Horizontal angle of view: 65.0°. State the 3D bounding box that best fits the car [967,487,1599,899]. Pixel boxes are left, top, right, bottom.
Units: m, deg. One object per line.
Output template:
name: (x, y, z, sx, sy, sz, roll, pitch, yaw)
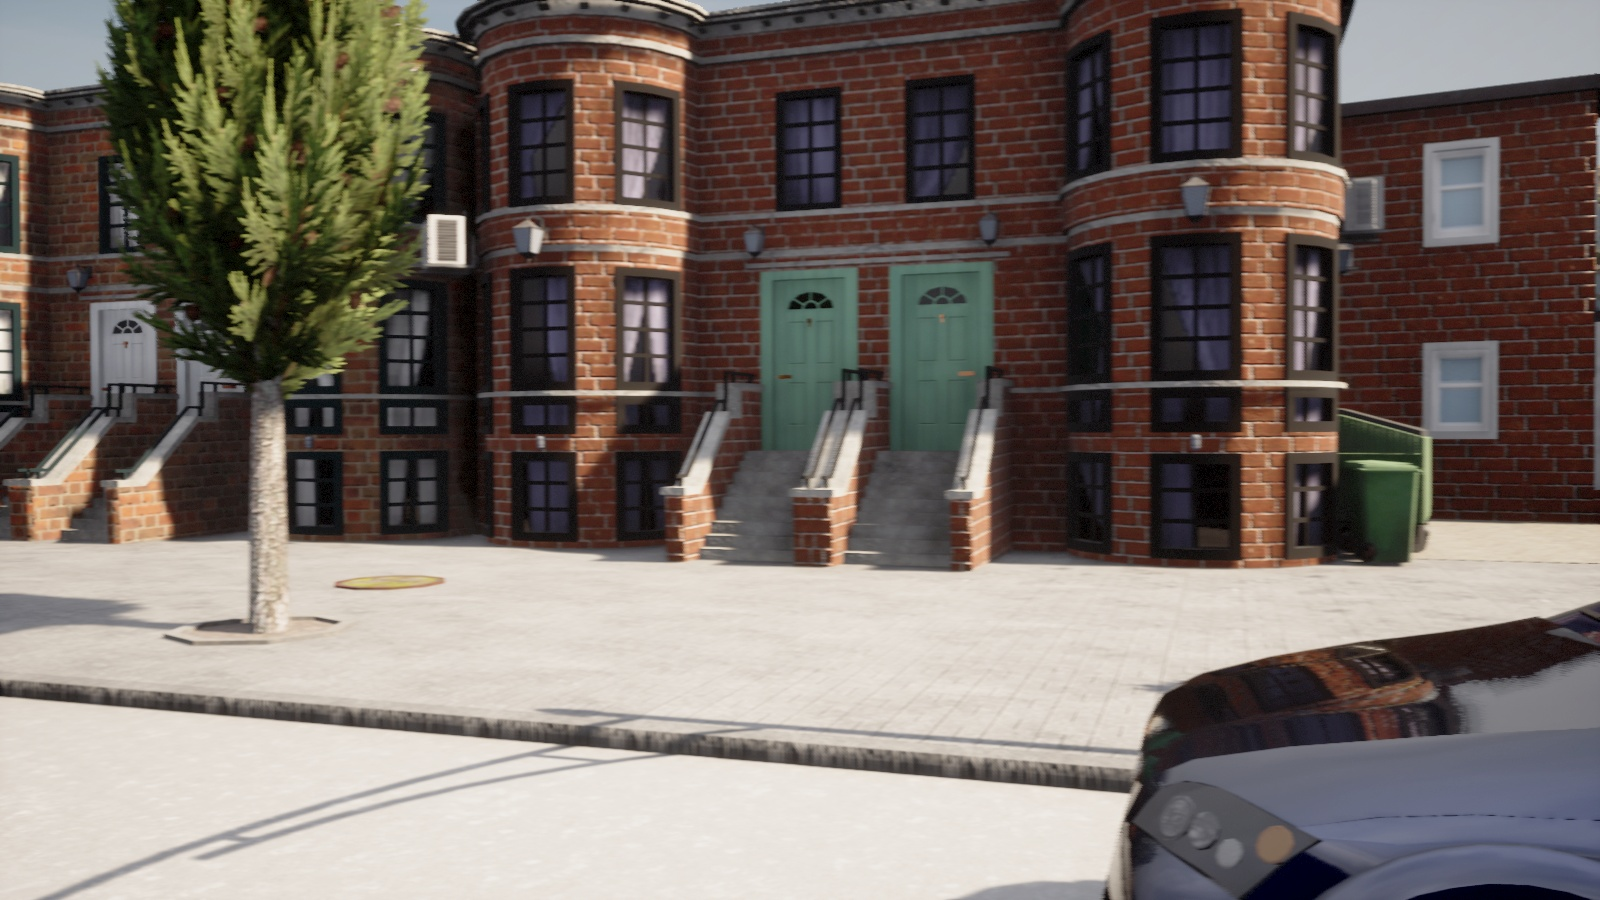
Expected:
car: (2.639, 0.855, 2.833, 4.181, 1.385, 1.994, 1, 1, 19)
